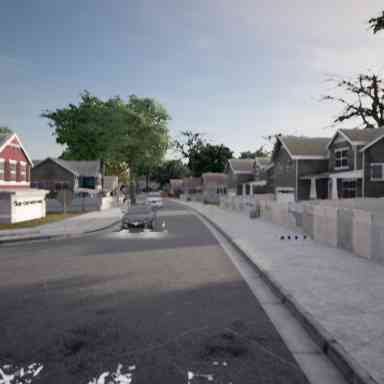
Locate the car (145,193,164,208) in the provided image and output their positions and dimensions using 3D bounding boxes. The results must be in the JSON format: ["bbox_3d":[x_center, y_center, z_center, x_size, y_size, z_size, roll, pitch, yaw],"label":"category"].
[{"bbox_3d":[-5.126,1.166,45.607,2.150,2.045,5.566,0,0,-6],"label":"car"}]

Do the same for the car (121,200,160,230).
[{"bbox_3d":[-3.219,1.506,20.805,1.837,1.490,4.892,0,1,-3],"label":"car"}]
